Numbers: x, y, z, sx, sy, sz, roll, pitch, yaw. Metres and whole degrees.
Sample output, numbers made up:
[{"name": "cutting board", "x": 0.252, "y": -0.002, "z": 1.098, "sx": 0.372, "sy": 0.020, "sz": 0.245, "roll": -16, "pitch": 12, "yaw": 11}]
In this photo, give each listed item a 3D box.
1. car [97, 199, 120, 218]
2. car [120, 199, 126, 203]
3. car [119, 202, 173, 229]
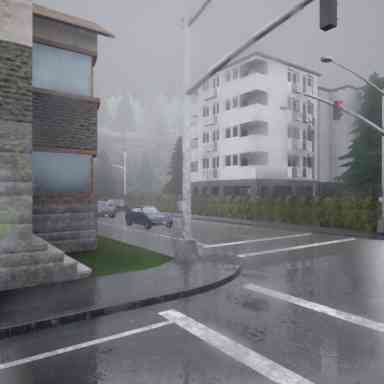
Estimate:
[{"name": "car", "x": -8.910, "y": 1.528, "z": 31.450, "sx": 2.097, "sy": 1.767, "sz": 4.553, "roll": 0, "pitch": 0, "yaw": -35}, {"name": "car", "x": -8.777, "y": 1.528, "z": 37.599, "sx": 2.097, "sy": 1.767, "sz": 4.553, "roll": 0, "pitch": 0, "yaw": -35}, {"name": "car", "x": -3.128, "y": 1.702, "z": 23.316, "sx": 1.812, "sy": 1.442, "sz": 4.674, "roll": 0, "pitch": 0, "yaw": -36}]
